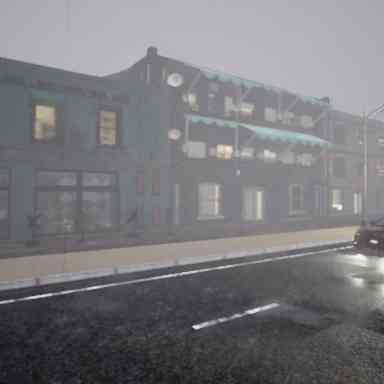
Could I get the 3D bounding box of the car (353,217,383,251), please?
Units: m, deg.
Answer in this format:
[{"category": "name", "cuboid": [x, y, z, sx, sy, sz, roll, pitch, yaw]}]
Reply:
[{"category": "car", "cuboid": [8.506, 1.719, 13.747, 4.181, 1.385, 1.994, 1, 0, -35]}]
